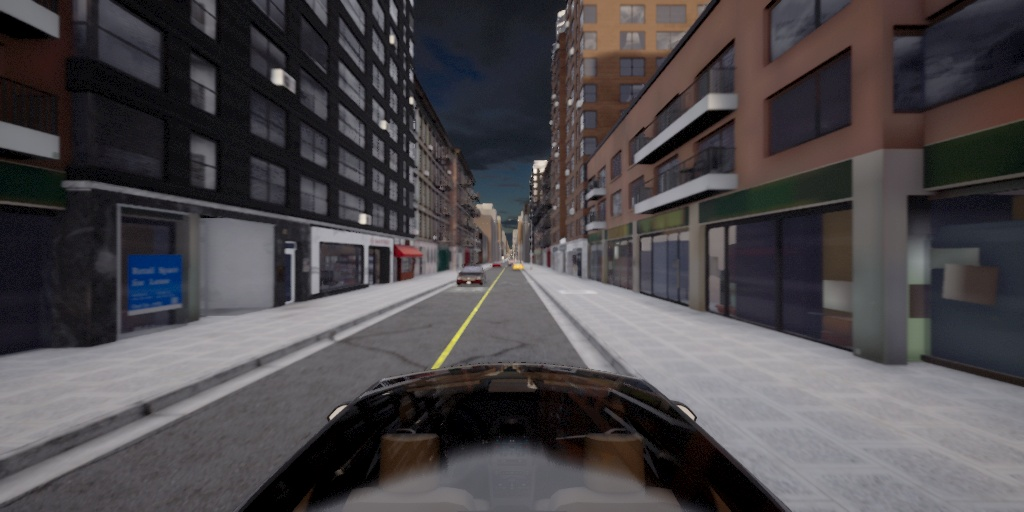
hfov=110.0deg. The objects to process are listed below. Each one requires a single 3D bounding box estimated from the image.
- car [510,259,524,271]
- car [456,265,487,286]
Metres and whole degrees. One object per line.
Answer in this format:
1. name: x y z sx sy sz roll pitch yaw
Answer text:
1. car: 0.945 1.464 56.485 1.801 1.575 5.366 0 0 0
2. car: -2.857 1.396 26.370 2.033 1.411 5.357 0 0 0
